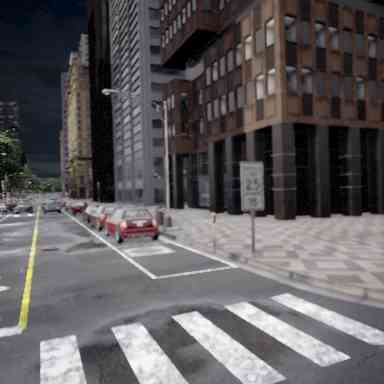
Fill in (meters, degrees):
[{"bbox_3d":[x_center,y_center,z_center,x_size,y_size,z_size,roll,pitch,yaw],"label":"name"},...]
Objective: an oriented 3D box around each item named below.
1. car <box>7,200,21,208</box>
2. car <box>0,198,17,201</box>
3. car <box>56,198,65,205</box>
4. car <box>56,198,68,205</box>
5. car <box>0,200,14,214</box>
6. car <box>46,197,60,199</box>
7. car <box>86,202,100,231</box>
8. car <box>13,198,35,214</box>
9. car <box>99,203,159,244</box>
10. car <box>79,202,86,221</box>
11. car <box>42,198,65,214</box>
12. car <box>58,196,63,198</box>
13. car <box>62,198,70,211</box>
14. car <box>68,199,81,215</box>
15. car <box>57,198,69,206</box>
[{"bbox_3d":[-33.238,2.258,62.264,1.887,1.381,4.507,-2,0,-24],"label":"car"},{"bbox_3d":[-26.527,1.890,47.436,2.192,1.841,5.009,-2,0,-24],"label":"car"},{"bbox_3d":[-30.021,2.085,75.809,1.752,1.417,4.829,-2,0,-24],"label":"car"},{"bbox_3d":[-27.711,2.062,70.712,2.008,1.369,4.403,-2,0,-24],"label":"car"},{"bbox_3d":[-24.278,2.112,42.496,1.802,1.307,4.206,-2,0,-24],"label":"car"},{"bbox_3d":[-20.698,1.873,48.550,1.882,1.535,5.008,-2,0,-24],"label":"car"},{"bbox_3d":[-5.322,1.506,21.301,1.967,1.590,4.097,-2,0,-24],"label":"car"},{"bbox_3d":[-20.854,1.936,41.631,1.837,1.490,4.892,-2,0,-24],"label":"car"},{"bbox_3d":[-3.083,1.464,16.360,1.967,1.590,4.097,-2,0,-24],"label":"car"},{"bbox_3d":[-7.556,1.689,26.243,1.802,1.307,4.206,-2,0,-24],"label":"car"},{"bbox_3d":[-16.740,1.863,39.896,2.033,1.411,5.357,-2,0,-24],"label":"car"},{"bbox_3d":[-20.997,1.811,55.888,1.967,1.590,4.097,-2,0,-24],"label":"car"},{"bbox_3d":[-16.586,1.807,46.162,1.752,1.417,4.829,-2,0,-24],"label":"car"},{"bbox_3d":[-12.037,1.738,36.125,1.887,1.381,4.507,-2,0,-24],"label":"car"},{"bbox_3d":[-25.473,2.009,65.771,1.887,1.381,4.507,-2,0,-24],"label":"car"}]
